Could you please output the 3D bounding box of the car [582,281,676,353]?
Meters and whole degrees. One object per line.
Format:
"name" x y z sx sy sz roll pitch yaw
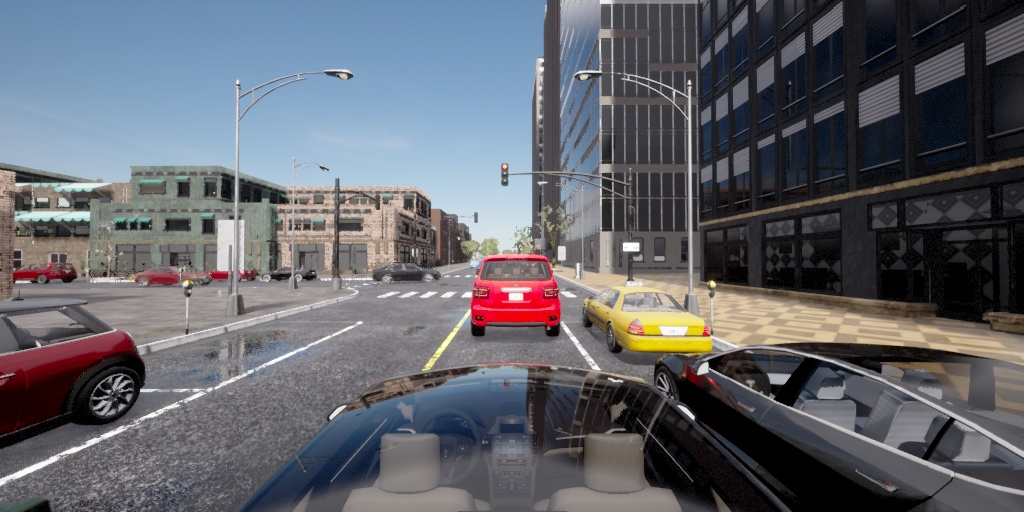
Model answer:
"car" 2.815 1.277 8.589 1.751 1.417 4.829 0 0 0

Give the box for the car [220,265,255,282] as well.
"car" -25.017 1.489 31.509 4.097 1.591 1.967 0 0 1

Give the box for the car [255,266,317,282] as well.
"car" -19.470 1.562 31.448 4.313 1.339 1.948 0 0 1

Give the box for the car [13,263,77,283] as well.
"car" -41.661 1.522 31.688 5.009 1.841 2.192 0 0 1

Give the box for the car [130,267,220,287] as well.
"car" -24.231 1.475 25.717 4.674 1.442 1.812 -1 -1 1

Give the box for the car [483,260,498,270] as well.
"car" -3.195 1.317 54.160 2.033 1.411 5.357 0 0 0

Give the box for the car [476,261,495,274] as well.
"car" -3.182 1.313 43.973 2.033 1.411 5.357 0 0 0

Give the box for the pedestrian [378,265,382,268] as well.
"pedestrian" -12.608 1.399 34.328 0.375 1.300 0.375 0 0 1

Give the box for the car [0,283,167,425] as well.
"car" -5.692 1.190 2.814 1.967 1.591 4.097 0 0 0

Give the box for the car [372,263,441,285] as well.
"car" -7.822 1.280 26.694 4.892 1.490 1.837 -1 1 -17

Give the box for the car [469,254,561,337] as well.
"car" 0.083 0.975 10.465 2.150 2.045 5.566 0 0 0

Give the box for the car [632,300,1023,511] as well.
"car" 2.656 1.316 2.776 1.948 1.339 4.313 0 0 0
